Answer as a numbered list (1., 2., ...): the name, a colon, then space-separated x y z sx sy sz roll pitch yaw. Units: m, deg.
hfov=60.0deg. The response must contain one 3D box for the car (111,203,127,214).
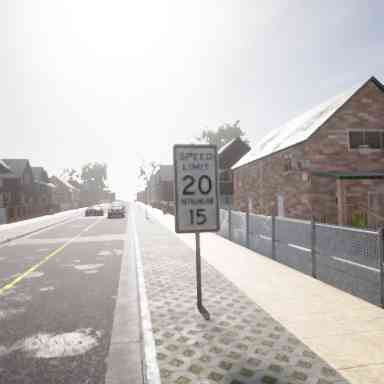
1. car: -10.530 2.297 48.074 2.033 1.411 5.357 -1 -1 -10

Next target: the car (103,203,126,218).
1. car: -8.649 2.127 38.107 2.033 1.411 5.357 -1 -1 -10

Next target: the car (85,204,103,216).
1. car: -12.182 2.267 41.837 1.994 1.385 4.181 -1 -1 -10
